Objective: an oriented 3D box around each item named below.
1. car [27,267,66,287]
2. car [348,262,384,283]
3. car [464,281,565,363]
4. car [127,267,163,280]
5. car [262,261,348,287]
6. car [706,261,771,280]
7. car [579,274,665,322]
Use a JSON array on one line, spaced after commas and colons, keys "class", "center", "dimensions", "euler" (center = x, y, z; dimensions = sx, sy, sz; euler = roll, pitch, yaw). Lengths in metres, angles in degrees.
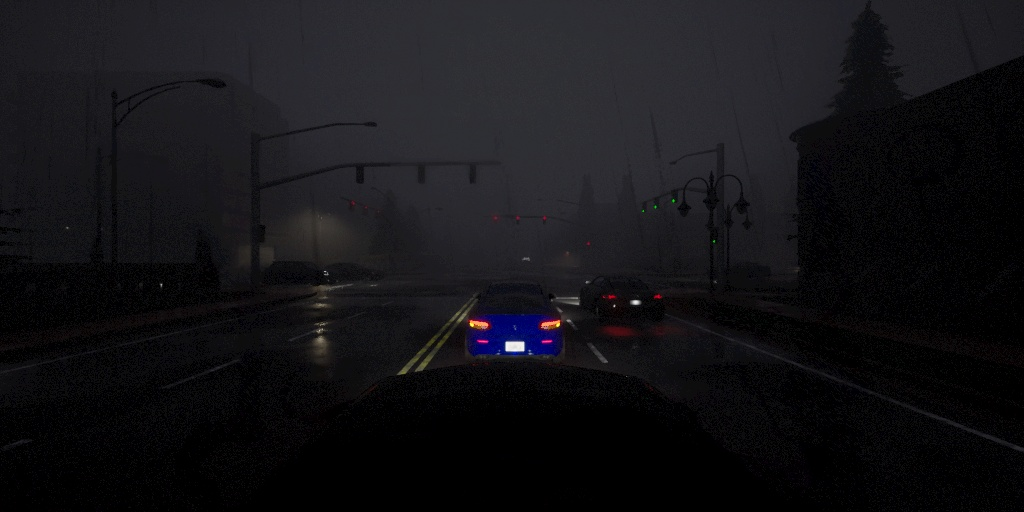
[{"class": "car", "center": [-29.824, 1.276, 23.919], "dimensions": [4.674, 1.442, 1.812], "euler": [0, 0, 0]}, {"class": "car", "center": [-12.360, 1.227, 27.373], "dimensions": [5.008, 1.535, 1.882], "euler": [0, 0, 0]}, {"class": "car", "center": [0.063, 1.276, 8.010], "dimensions": [1.812, 1.442, 4.674], "euler": [0, 0, 0]}, {"class": "car", "center": [-28.276, 1.276, 27.418], "dimensions": [4.674, 1.442, 1.812], "euler": [0, 0, 0]}, {"class": "car", "center": [-13.888, 1.102, 23.887], "dimensions": [4.553, 1.767, 2.097], "euler": [0, 0, 0]}, {"class": "car", "center": [19.370, 1.228, 30.769], "dimensions": [5.008, 1.535, 1.882], "euler": [0, 0, -1]}, {"class": "car", "center": [3.580, 1.314, 12.362], "dimensions": [1.994, 1.385, 4.181], "euler": [0, 0, 0]}]
